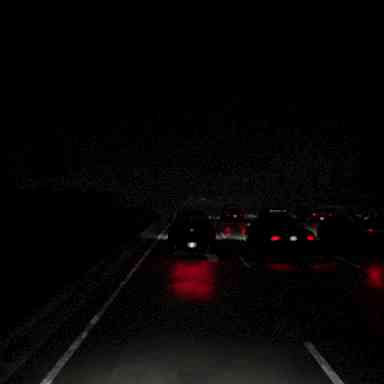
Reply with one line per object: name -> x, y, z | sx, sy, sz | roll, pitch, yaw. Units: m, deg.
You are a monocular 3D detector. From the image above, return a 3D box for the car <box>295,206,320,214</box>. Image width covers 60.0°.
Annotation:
car -> 10.507, 1.874, 29.100 | 1.895, 1.301, 4.718 | 0, 0, 0

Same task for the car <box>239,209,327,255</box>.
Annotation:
car -> 3.504, 1.679, 13.985 | 2.033, 1.411, 5.357 | 0, -1, 0

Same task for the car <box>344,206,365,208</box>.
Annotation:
car -> 14.007, 1.874, 29.099 | 1.895, 1.301, 4.718 | 0, 0, 0

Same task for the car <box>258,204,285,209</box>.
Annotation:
car -> 7.011, 1.767, 29.296 | 2.128, 1.511, 4.902 | 0, 0, 0

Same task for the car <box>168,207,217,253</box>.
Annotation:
car -> 0.008, 1.642, 14.316 | 1.837, 1.490, 4.892 | 0, 0, 0

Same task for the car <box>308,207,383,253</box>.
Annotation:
car -> 7.008, 1.627, 14.290 | 2.128, 1.511, 4.902 | 0, 0, 0

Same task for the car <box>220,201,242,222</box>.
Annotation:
car -> 3.512, 1.801, 29.365 | 1.812, 1.442, 4.674 | 0, 0, 0
